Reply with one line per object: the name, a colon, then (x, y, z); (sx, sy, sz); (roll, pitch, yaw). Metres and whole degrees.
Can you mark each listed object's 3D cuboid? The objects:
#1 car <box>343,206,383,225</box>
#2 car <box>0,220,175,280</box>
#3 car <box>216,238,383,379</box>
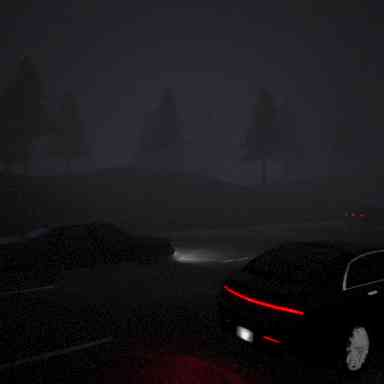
car: (14.383, 1.822, 26.871); (5.357, 1.411, 2.033); (1, 0, -35)
car: (-3.168, 1.578, 10.083); (5.357, 1.411, 2.033); (1, 0, -35)
car: (2.637, 1.559, 5.625); (4.892, 1.490, 1.837); (0, 0, -35)
